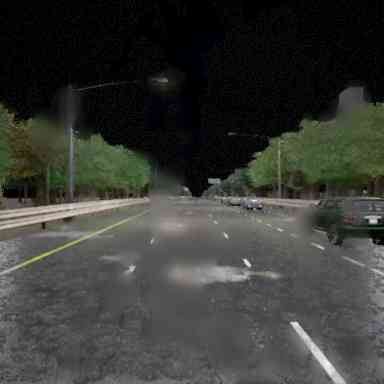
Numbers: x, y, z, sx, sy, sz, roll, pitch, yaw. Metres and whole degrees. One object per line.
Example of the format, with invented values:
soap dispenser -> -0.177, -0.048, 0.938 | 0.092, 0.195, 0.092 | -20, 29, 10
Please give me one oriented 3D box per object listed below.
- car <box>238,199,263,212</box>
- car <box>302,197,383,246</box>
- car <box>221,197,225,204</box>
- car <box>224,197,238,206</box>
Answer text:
car -> 7.036, 1.643, 39.447 | 1.895, 1.301, 4.718 | 0, 0, 0
car -> 7.003, 1.228, 15.526 | 2.150, 2.045, 5.566 | 0, 0, 0
car -> 7.183, 1.834, 71.239 | 2.128, 1.511, 4.902 | 0, -1, 0
car -> 7.100, 1.715, 56.206 | 1.994, 1.385, 4.181 | 0, -1, 0
